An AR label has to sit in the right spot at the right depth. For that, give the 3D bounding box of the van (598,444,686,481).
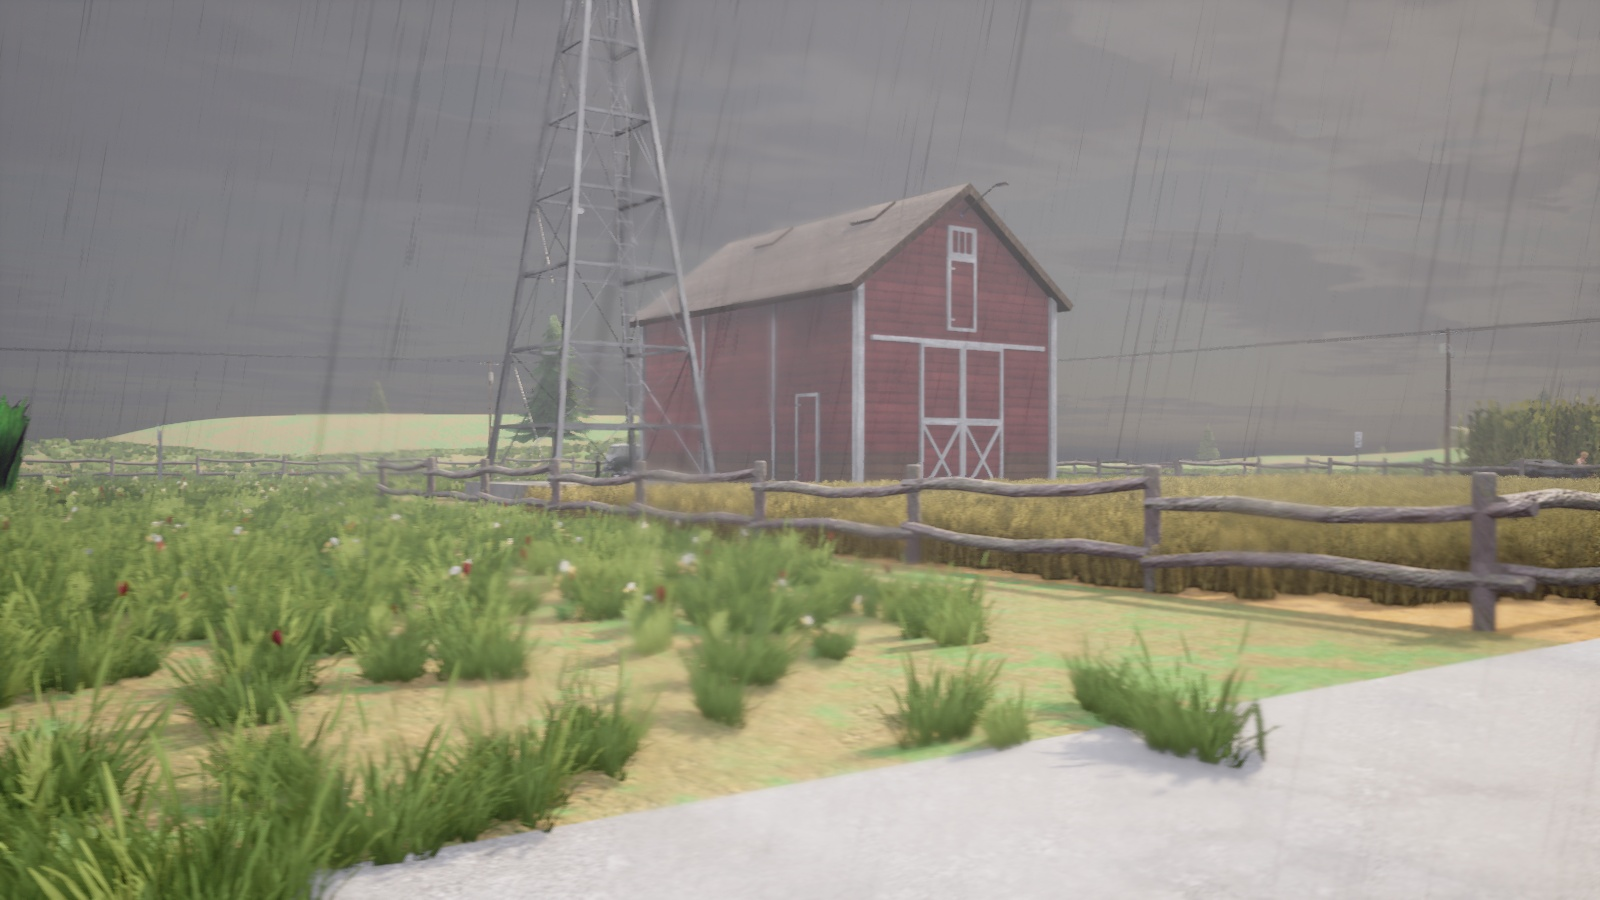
[{"bbox_3d":[-8.693,0.685,69.058,4.442,1.987,1.775,0,0,-29],"label":"van"}]

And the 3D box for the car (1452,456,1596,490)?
[{"bbox_3d":[29.359,0.907,51.040,1.895,1.301,4.718,0,0,-35],"label":"car"}]
